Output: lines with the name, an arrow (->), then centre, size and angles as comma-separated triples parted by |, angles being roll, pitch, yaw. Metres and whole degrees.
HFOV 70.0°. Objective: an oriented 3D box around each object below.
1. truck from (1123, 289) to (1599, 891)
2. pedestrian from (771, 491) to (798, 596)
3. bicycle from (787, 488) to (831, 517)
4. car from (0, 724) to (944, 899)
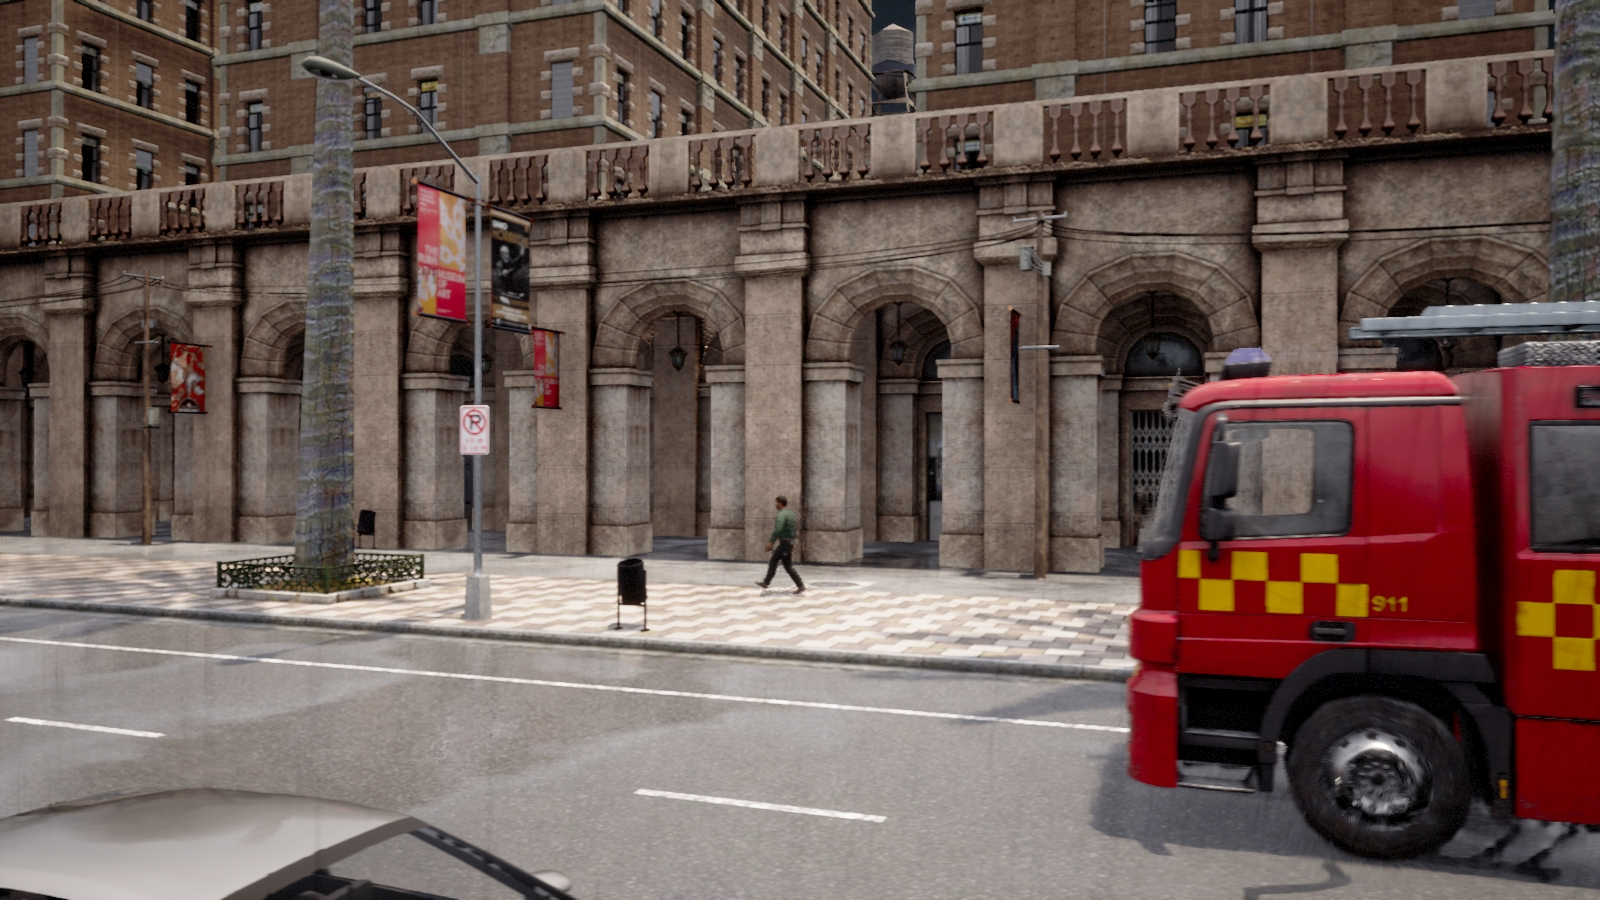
truck -> 6.801, 0.892, 8.203 | 8.468, 3.827, 2.891 | 0, 0, 19
pedestrian -> -0.284, 1.692, 20.808 | 0.375, 1.860, 0.375 | 0, 0, 20
bicycle -> 0.389, 2.199, 48.037 | 1.835, 1.171, 0.329 | 0, 0, 20
car -> -1.768, 2.063, 3.943 | 4.193, 1.474, 1.816 | 0, 0, 20
